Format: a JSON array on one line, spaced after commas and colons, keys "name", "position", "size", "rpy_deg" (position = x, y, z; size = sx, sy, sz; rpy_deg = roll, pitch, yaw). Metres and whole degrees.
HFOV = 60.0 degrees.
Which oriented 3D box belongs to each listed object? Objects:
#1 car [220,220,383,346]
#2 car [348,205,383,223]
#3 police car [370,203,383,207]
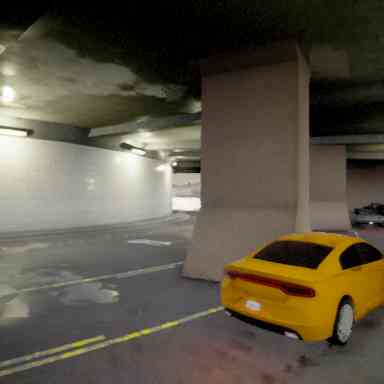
[{"name": "car", "position": [2.689, 1.566, 6.659], "size": [5.008, 1.535, 1.882], "rpy_deg": [1, 0, -44]}, {"name": "car", "position": [13.529, 1.979, 26.342], "size": [1.895, 1.301, 4.718], "rpy_deg": [0, -1, 13]}, {"name": "police car", "position": [17.746, 1.899, 32.182], "size": [1.930, 1.638, 5.238], "rpy_deg": [0, -1, 4]}]
